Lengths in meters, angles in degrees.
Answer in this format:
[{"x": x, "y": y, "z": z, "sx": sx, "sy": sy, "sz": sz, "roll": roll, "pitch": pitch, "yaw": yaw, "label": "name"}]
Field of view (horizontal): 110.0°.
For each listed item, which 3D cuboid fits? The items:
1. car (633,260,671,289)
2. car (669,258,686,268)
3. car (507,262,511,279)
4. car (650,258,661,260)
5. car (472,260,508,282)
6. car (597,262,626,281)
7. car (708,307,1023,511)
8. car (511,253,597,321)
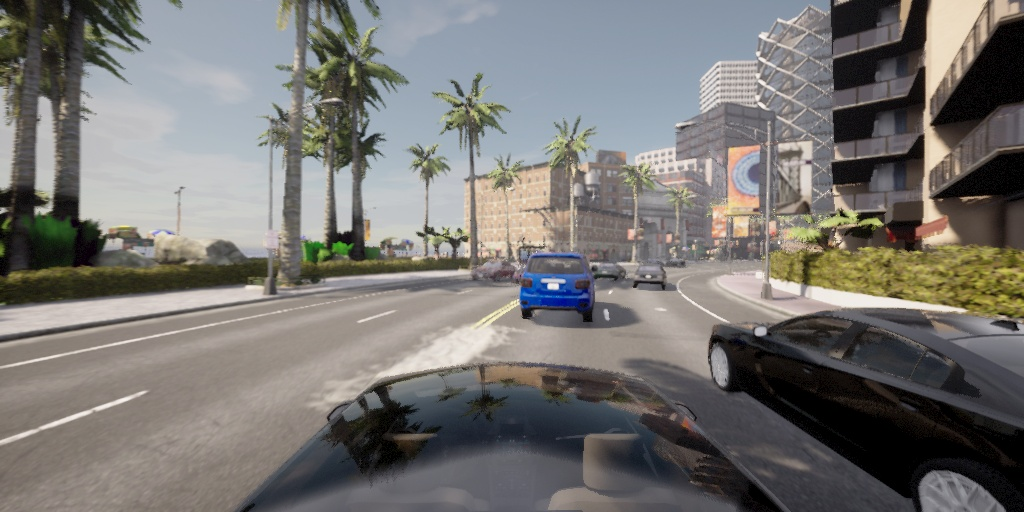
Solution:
[{"x": 8.787, "y": 1.217, "z": 22.763, "sx": 2.033, "sy": 1.411, "sz": 5.357, "roll": 1, "pitch": 1, "yaw": 23, "label": "car"}, {"x": 26.360, "y": 1.046, "z": 57.718, "sx": 1.882, "sy": 1.535, "sz": 5.008, "roll": 1, "pitch": 1, "yaw": 44, "label": "car"}, {"x": 1.589, "y": 1.148, "z": 23.839, "sx": 1.994, "sy": 1.385, "sz": 4.181, "roll": 1, "pitch": 0, "yaw": 23, "label": "car"}, {"x": 23.753, "y": 1.069, "z": 60.039, "sx": 2.033, "sy": 1.411, "sz": 5.357, "roll": 1, "pitch": 1, "yaw": 44, "label": "car"}, {"x": -1.187, "y": 1.059, "z": 26.342, "sx": 1.812, "sy": 1.442, "sz": 4.674, "roll": 1, "pitch": 0, "yaw": 24, "label": "car"}, {"x": 7.806, "y": 1.175, "z": 28.540, "sx": 1.994, "sy": 1.385, "sz": 4.181, "roll": 1, "pitch": 1, "yaw": 27, "label": "car"}, {"x": 3.899, "y": 1.253, "z": 3.633, "sx": 1.882, "sy": 1.535, "sz": 5.008, "roll": 1, "pitch": 1, "yaw": 4, "label": "car"}, {"x": 1.726, "y": 0.903, "z": 12.394, "sx": 2.150, "sy": 2.045, "sz": 5.566, "roll": 0, "pitch": 1, "yaw": 13, "label": "car"}]
